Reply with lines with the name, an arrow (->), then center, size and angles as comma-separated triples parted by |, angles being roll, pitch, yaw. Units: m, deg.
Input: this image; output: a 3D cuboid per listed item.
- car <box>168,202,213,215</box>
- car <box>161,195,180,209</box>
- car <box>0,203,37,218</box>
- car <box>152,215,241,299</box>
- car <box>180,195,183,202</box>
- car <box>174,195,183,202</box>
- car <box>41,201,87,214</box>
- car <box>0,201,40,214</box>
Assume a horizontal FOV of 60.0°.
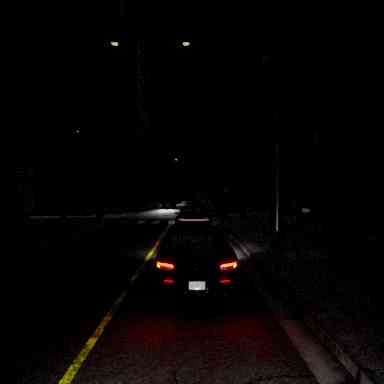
car -> 0.097, 1.491, 17.671 | 2.128, 1.511, 4.902 | 0, 0, 1
car -> -3.109, 1.477, 45.154 | 2.128, 1.511, 4.902 | 0, 0, 0
car -> -17.657, 1.746, 31.495 | 4.718, 1.301, 1.895 | -1, 0, 0
car -> 0.095, 1.526, 8.306 | 1.812, 1.442, 4.674 | 0, 0, 0
car -> -3.082, 1.538, 61.469 | 1.994, 1.385, 4.181 | 0, 0, 0
car -> -3.018, 1.461, 75.594 | 1.837, 1.490, 4.892 | 0, 0, 0
car -> -14.404, 1.687, 37.465 | 4.829, 1.417, 1.752 | -1, 0, 0
car -> -19.858, 1.761, 37.433 | 4.507, 1.381, 1.887 | -1, 0, 0
